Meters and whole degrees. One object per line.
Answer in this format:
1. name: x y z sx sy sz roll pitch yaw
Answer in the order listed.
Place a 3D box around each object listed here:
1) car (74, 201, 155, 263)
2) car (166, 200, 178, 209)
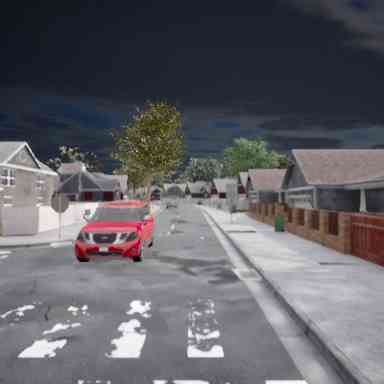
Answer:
1. car: -2.761 1.427 13.149 2.150 2.045 5.566 0 0 0
2. car: -3.359 2.143 55.634 1.812 1.442 4.674 0 -1 -5
